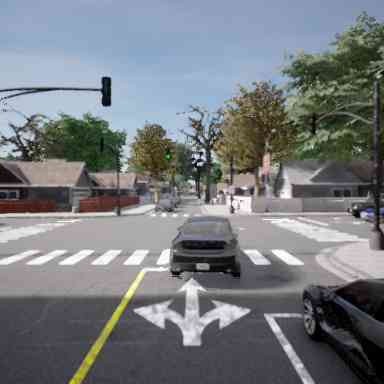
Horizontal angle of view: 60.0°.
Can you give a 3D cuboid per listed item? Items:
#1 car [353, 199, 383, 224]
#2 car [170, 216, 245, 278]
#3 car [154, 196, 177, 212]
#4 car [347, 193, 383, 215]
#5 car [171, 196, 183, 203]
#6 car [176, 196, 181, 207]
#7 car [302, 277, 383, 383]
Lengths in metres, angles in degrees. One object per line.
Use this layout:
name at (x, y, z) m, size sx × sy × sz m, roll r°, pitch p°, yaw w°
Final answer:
car at (14.259, 1.421, 23.342) m, size 4.674 × 1.442 × 1.812 m, roll 0°, pitch 0°, yaw -2°
car at (0.533, 1.500, 10.206) m, size 1.837 × 1.490 × 4.892 m, roll 0°, pitch 0°, yaw 7°
car at (-3.102, 1.527, 38.169) m, size 1.812 × 1.442 × 4.674 m, roll 0°, pitch 0°, yaw 2°
car at (15.463, 1.108, 26.589) m, size 5.566 × 2.045 × 2.150 m, roll 0°, pitch 0°, yaw 0°
car at (-3.078, 1.530, 68.657) m, size 2.128 × 1.511 × 4.902 m, roll 0°, pitch 0°, yaw 0°
car at (-3.029, 1.512, 48.240) m, size 1.837 × 1.490 × 4.892 m, roll 0°, pitch 0°, yaw 0°
car at (2.639, 1.564, 3.620) m, size 1.947 × 1.339 × 4.313 m, roll 0°, pitch 0°, yaw 0°
